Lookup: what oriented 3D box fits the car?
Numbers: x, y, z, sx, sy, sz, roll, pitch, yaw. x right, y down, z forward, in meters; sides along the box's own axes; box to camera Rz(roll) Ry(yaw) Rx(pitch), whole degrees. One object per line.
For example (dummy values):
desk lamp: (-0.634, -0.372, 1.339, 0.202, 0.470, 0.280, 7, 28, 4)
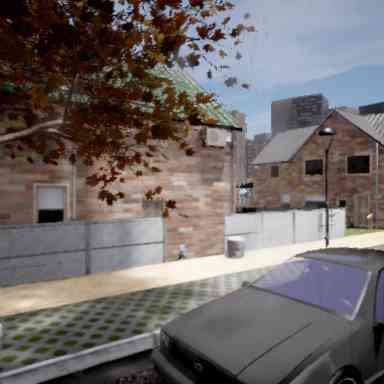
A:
car: (2.162, 1.545, 4.606, 5.357, 1.411, 2.033, 0, 0, -36)
